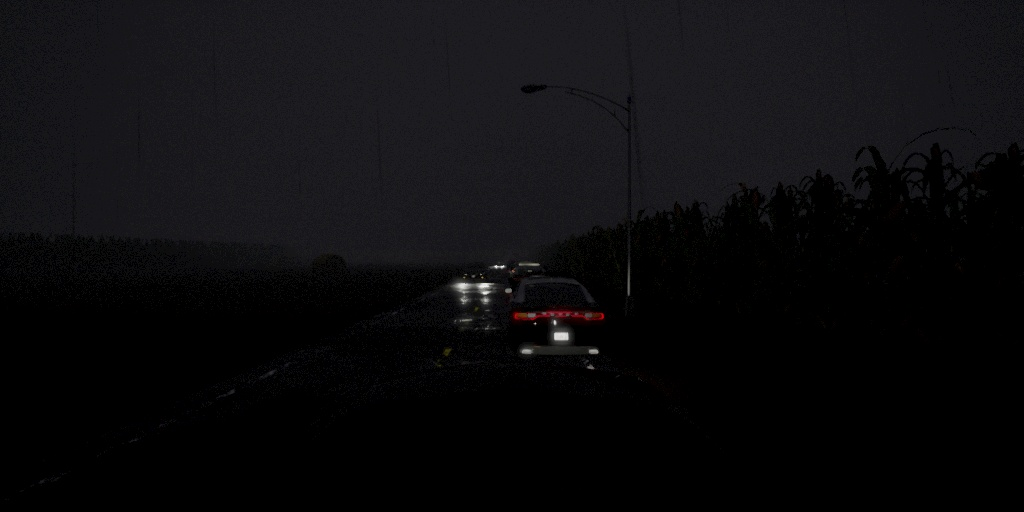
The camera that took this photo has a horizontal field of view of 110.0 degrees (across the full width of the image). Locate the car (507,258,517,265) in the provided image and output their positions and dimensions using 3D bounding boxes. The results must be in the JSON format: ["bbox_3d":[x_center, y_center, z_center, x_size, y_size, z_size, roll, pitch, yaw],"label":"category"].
[{"bbox_3d":[0.914,1.081,24.579,2.097,1.767,4.553,0,0,0],"label":"car"}]

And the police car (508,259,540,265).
[{"bbox_3d":[0.892,1.163,18.720,1.930,1.638,5.238,0,0,0],"label":"police car"}]

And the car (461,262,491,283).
[{"bbox_3d":[-2.746,1.230,28.024,1.837,1.490,4.892,0,0,0],"label":"car"}]

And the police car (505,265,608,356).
[{"bbox_3d":[0.854,1.172,8.720,1.930,1.638,5.238,0,0,0],"label":"police car"}]
